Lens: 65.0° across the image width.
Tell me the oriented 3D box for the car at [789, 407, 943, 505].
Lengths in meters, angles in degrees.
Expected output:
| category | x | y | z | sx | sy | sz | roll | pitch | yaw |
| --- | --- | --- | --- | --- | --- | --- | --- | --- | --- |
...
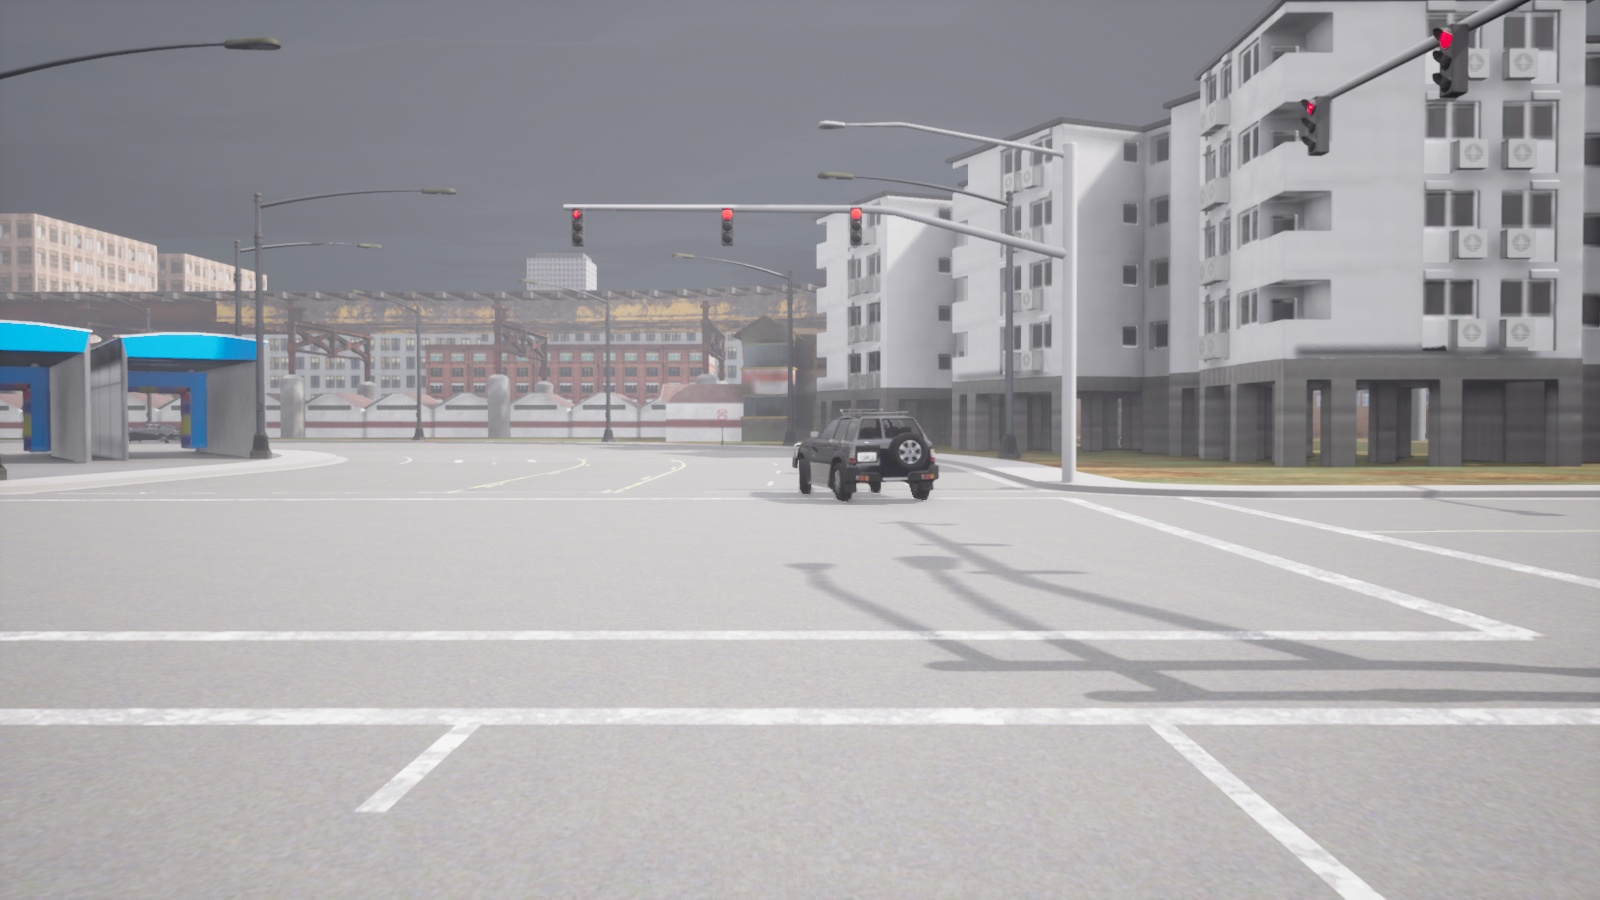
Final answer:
| category | x | y | z | sx | sy | sz | roll | pitch | yaw |
| --- | --- | --- | --- | --- | --- | --- | --- | --- | --- |
| car | 1.277 | 0.065 | 26.541 | 1.932 | 1.855 | 4.605 | -1 | 1 | -15 |
